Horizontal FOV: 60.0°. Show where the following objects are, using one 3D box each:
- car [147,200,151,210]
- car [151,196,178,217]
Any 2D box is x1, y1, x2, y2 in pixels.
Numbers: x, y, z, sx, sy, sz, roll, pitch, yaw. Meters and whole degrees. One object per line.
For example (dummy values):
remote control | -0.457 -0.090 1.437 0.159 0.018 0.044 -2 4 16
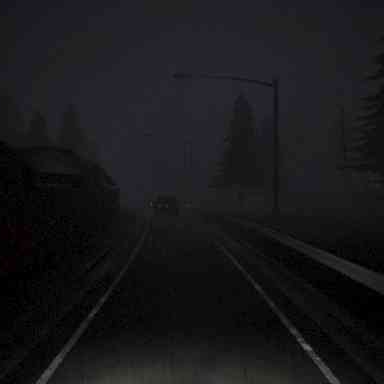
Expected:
car | -5.281 1.788 46.735 1.812 1.442 4.674 0 0 -12
car | -2.683 1.410 33.344 2.150 2.045 5.566 0 0 -9
